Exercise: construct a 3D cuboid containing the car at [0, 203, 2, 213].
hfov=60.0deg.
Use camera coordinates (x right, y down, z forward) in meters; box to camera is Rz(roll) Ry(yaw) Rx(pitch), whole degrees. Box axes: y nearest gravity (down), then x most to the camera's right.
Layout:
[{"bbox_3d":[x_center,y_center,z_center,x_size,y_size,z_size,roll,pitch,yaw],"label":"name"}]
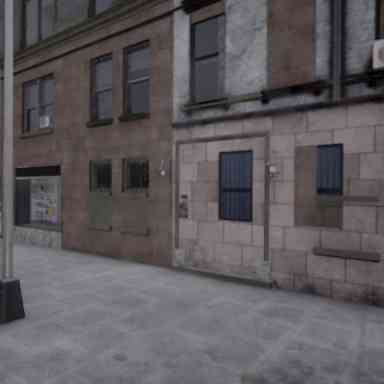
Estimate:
[{"bbox_3d":[-16.411,1.346,30.074,1.895,1.301,4.718,1,0,36],"label":"car"}]
